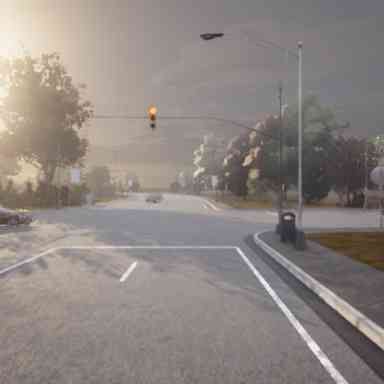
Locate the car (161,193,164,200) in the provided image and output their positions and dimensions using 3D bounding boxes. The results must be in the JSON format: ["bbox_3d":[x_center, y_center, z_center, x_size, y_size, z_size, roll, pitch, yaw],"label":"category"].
[{"bbox_3d":[-7.360,1.019,73.476,1.837,1.490,4.892,0,1,-2],"label":"car"}]

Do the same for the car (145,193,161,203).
[{"bbox_3d":[-7.057,1.175,58.143,1.837,1.490,4.892,0,1,0],"label":"car"}]

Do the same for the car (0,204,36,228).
[{"bbox_3d":[-12.207,1.446,20.559,4.674,1.442,1.812,0,0,-3],"label":"car"}]
